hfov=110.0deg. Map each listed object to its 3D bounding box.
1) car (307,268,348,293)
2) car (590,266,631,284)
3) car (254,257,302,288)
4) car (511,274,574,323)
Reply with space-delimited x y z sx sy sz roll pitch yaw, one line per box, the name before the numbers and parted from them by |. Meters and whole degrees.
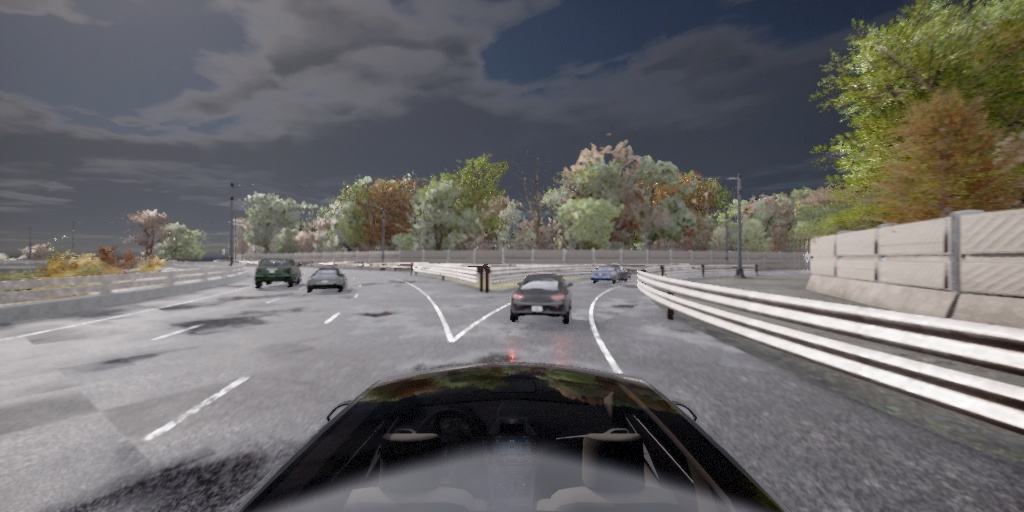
car | -11.398 1.432 22.314 1.994 1.385 4.181 0 0 -21
car | 8.121 1.483 29.287 2.033 1.411 5.357 0 0 34
car | -16.430 1.103 25.386 2.150 2.045 5.566 0 0 -24
car | 1.132 1.346 12.475 1.812 1.442 4.674 0 0 10
